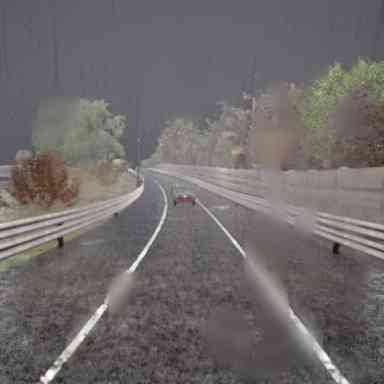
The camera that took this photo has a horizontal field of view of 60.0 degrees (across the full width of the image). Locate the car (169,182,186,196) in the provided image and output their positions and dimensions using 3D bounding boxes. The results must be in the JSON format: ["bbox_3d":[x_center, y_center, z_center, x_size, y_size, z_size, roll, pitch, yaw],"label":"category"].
[{"bbox_3d":[-2.067,-0.469,46.285,2.128,1.511,4.902,0,5,-6],"label":"car"}]

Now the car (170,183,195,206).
[{"bbox_3d":[-0.868,0.321,33.786,2.097,1.767,4.553,0,3,-5],"label":"car"}]
